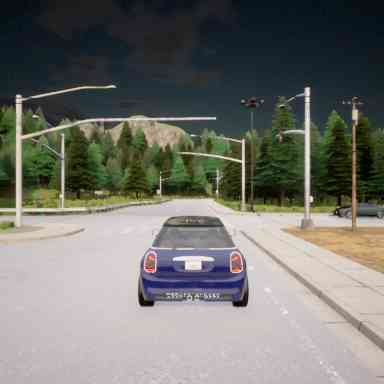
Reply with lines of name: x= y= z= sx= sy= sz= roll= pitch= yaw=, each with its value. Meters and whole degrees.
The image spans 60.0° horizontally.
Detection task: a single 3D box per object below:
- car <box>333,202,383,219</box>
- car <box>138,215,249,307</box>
car: x=14.515 y=1.591 z=28.770 sx=4.181 sy=1.385 sz=1.994 roll=0 pitch=0 yaw=1
car: x=0.042 y=1.349 z=8.150 sx=2.097 sy=1.767 sz=4.553 roll=0 pitch=0 yaw=0
